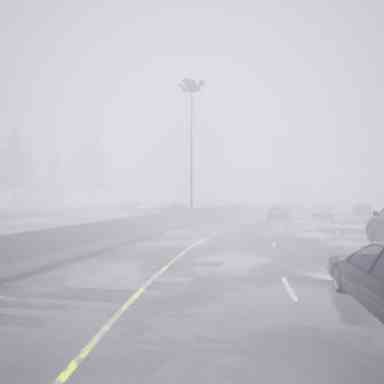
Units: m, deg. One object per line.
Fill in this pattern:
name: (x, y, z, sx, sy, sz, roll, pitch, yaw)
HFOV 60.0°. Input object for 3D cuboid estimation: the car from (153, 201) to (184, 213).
car: (-2.383, 1.942, 41.757, 1.882, 1.535, 5.008, 0, -1, 27)

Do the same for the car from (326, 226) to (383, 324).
car: (4.019, 1.620, 5.993, 2.033, 1.411, 5.357, 0, -1, 7)

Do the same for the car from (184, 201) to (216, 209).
car: (1.315, 1.941, 41.288, 1.882, 1.535, 5.008, 0, -1, 27)

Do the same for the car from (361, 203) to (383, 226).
car: (8.962, 1.382, 13.587, 2.150, 2.045, 5.566, 0, -1, 13)

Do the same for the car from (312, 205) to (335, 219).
car: (13.535, 1.996, 34.110, 1.895, 1.301, 4.718, 0, -1, 26)

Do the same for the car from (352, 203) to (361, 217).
car: (18.989, 1.913, 37.183, 1.882, 1.535, 5.008, 0, 0, 27)

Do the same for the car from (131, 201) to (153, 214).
car: (-5.470, 2.005, 43.408, 1.812, 1.442, 4.674, 0, -1, 27)

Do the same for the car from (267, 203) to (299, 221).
car: (8.400, 1.853, 31.546, 2.128, 1.511, 4.902, 0, -1, 25)

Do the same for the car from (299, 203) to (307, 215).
car: (12.759, 2.013, 40.498, 2.033, 1.411, 5.357, 0, -1, 27)

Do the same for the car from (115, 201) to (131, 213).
car: (-8.404, 2.006, 45.356, 1.837, 1.490, 4.892, 0, -1, 27)
